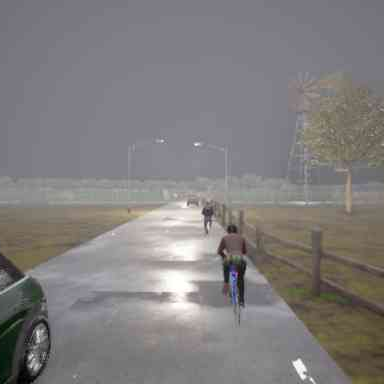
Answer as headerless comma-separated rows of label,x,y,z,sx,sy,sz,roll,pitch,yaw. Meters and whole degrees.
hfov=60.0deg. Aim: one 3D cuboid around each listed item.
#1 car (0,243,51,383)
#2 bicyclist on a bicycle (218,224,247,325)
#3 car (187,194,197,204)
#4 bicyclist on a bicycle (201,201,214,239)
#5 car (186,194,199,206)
car,-2.851,1.342,2.338,2.097,1.767,4.553,0,0,0
bicyclist on a bicycle,0.758,1.431,6.120,0.582,1.620,1.656,0,0,0
car,0.006,1.454,71.096,2.150,2.045,5.566,0,-1,0
bicyclist on a bicycle,0.759,1.321,16.036,0.659,1.776,1.843,0,0,0
car,0.107,1.598,56.251,1.837,1.490,4.892,0,0,0
